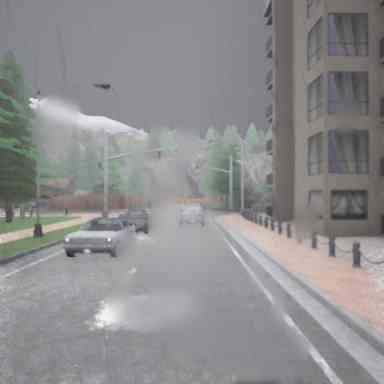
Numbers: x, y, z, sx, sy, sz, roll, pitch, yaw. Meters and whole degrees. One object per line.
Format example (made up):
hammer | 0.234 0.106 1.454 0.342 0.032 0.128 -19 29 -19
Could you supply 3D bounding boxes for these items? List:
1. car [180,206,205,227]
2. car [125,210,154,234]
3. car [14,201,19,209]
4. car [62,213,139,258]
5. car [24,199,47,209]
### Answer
car | 0.058 1.829 25.653 1.812 1.442 4.674 0 0 0
car | -3.535 1.812 20.793 1.994 1.385 4.181 0 -1 0
car | -27.619 1.795 52.900 1.905 1.878 3.866 0 -1 -1
car | -3.609 1.765 13.702 1.895 1.301 4.718 0 -1 0
car | -25.115 1.798 53.351 1.932 1.855 4.605 0 -1 -1
